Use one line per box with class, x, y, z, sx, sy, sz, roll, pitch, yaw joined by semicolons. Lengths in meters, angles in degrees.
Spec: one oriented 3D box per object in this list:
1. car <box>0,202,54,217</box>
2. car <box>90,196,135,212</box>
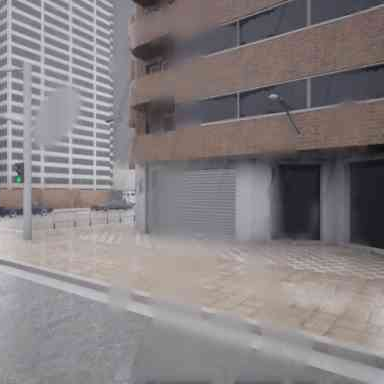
car;-15.529;1.601;30.953;1.895;1.301;4.718;0;0;36
car;-9.374;1.547;39.410;2.033;1.411;5.357;0;0;36
